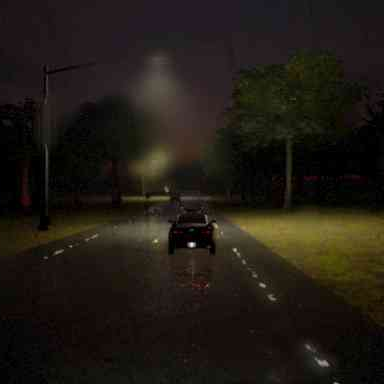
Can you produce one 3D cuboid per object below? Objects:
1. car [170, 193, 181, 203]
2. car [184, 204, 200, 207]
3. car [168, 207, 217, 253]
[{"bbox_3d":[-3.506,1.206,71.744,2.150,2.045,5.566,0,1,0],"label":"car"},{"bbox_3d":[0.003,1.769,29.375,1.812,1.442,4.674,0,0,0],"label":"car"},{"bbox_3d":[0.003,1.631,14.312,1.837,1.490,4.892,0,0,0],"label":"car"}]
